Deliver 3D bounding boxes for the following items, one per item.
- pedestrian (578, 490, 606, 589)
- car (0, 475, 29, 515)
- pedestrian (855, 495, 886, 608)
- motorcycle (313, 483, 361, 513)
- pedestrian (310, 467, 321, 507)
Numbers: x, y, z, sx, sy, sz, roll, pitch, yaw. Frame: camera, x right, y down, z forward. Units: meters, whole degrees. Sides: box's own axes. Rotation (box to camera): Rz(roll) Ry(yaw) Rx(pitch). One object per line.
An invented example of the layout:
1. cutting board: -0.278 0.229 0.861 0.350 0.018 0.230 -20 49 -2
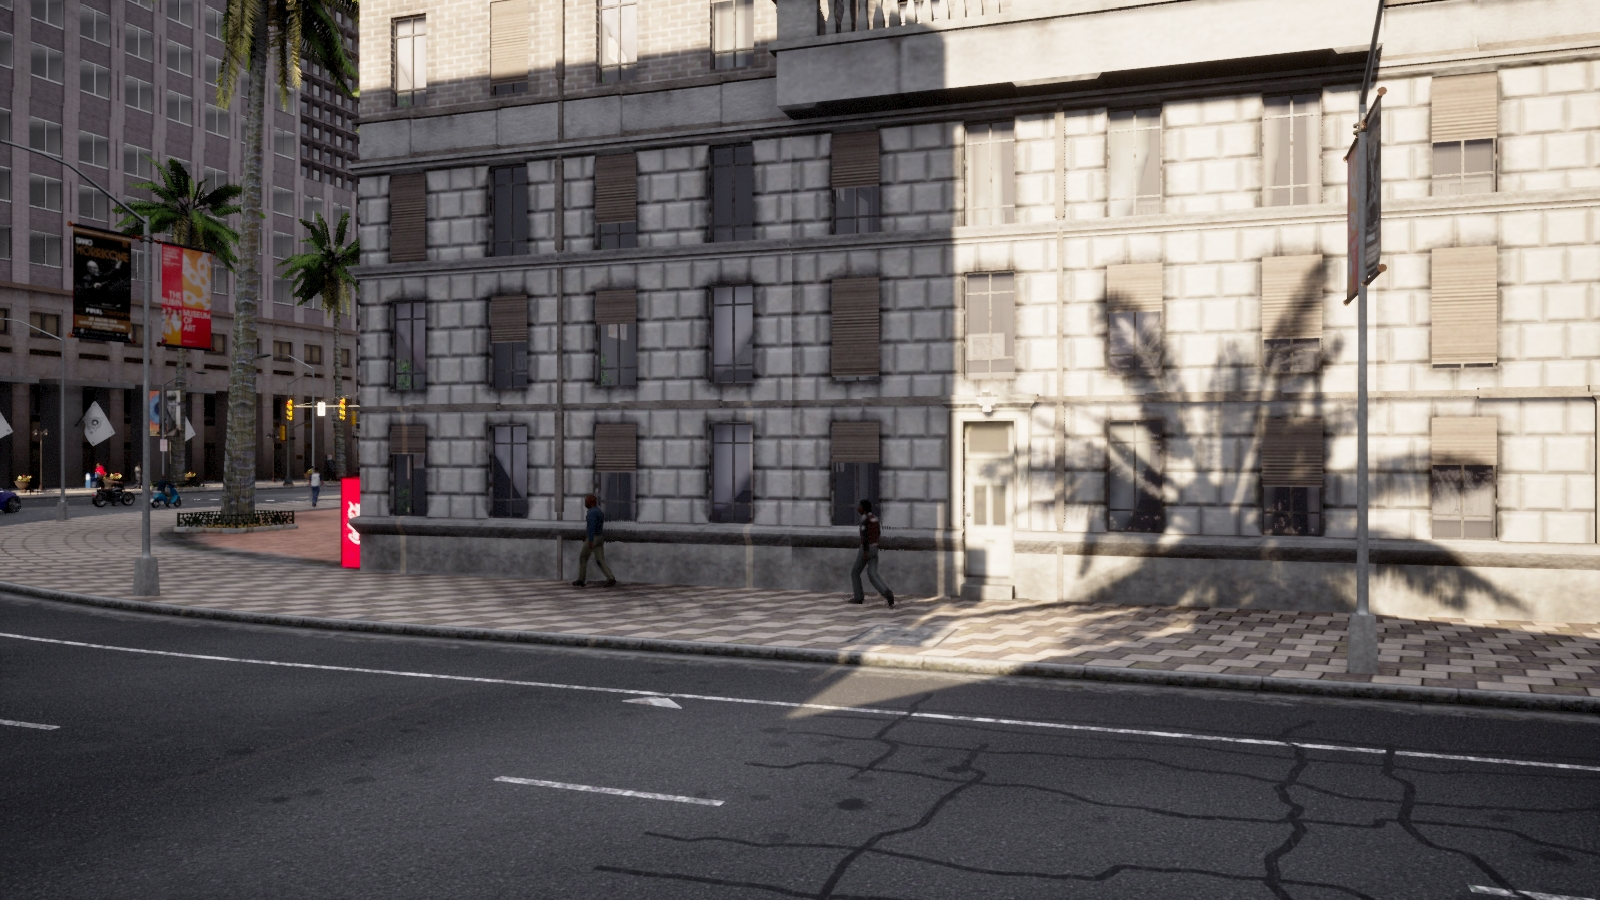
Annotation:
1. pedestrian: -3.971 1.696 21.829 0.375 1.860 0.375 0 0 22
2. car: -35.607 1.967 48.649 2.242 1.667 4.611 0 0 4
3. pedestrian: 1.197 1.696 19.276 0.375 1.860 0.375 0 0 39
4. motorcycle: -21.134 2.170 52.239 0.764 1.277 2.356 0 0 16
5. pedestrian: -22.385 1.696 52.761 0.375 1.860 0.375 0 0 -7
